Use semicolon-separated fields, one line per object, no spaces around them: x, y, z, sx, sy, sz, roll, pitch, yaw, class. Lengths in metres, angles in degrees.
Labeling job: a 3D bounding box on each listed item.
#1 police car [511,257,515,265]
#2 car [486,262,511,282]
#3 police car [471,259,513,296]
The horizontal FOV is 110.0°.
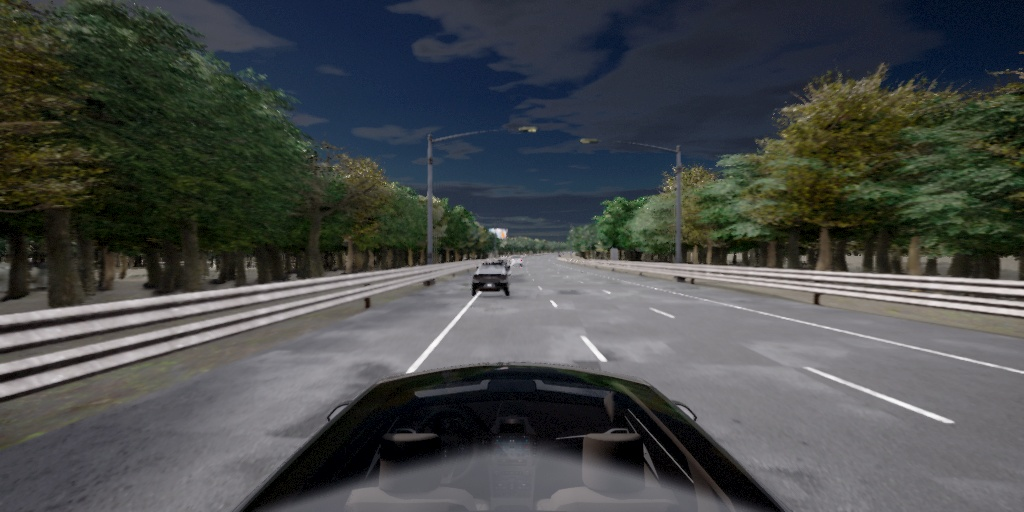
-0.970;1.159;35.497;1.930;1.638;5.238;0;0;1;police car
-1.026;1.242;29.386;1.837;1.490;4.892;0;0;0;car
-1.052;1.166;19.499;1.930;1.638;5.238;0;0;0;police car
